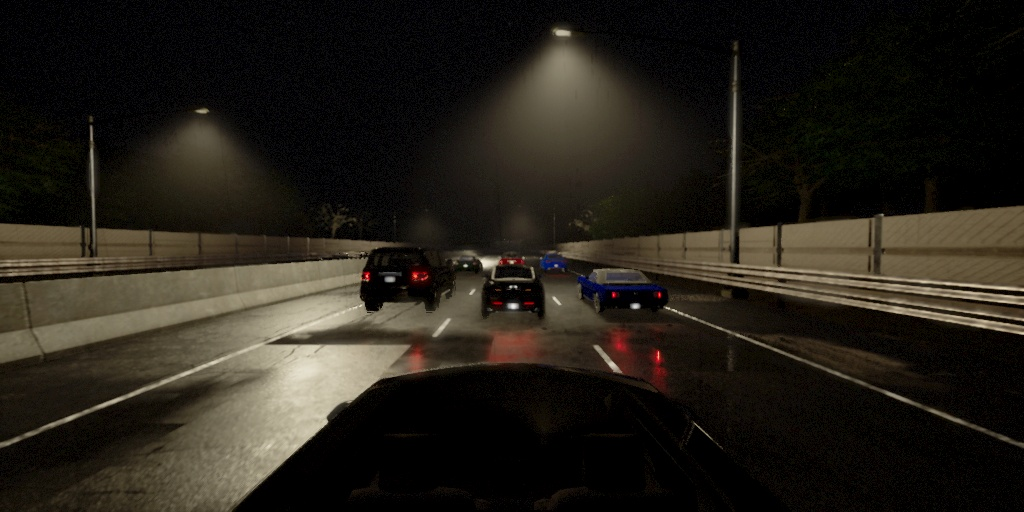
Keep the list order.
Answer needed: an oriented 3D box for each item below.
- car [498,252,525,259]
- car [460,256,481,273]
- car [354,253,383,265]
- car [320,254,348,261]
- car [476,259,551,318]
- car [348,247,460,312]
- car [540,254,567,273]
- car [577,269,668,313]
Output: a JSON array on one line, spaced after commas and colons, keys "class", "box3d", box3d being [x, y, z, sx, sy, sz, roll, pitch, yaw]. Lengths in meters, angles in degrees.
[{"class": "car", "box3d": [-0.024, 0.470, 28.656, 2.097, 1.767, 4.553, 0, 1, 0]}, {"class": "car", "box3d": [-3.524, 0.669, 29.232, 1.994, 1.385, 4.181, 0, 1, 0]}, {"class": "car", "box3d": [-17.753, 0.324, 44.566, 1.994, 1.385, 4.181, 0, 1, 0]}, {"class": "car", "box3d": [-21.253, 0.385, 43.512, 1.895, 1.301, 4.718, 0, 1, 0]}, {"class": "car", "box3d": [0.038, 1.009, 11.840, 1.837, 1.490, 4.892, 0, 1, 0]}, {"class": "car", "box3d": [-3.458, 0.701, 12.839, 2.150, 2.045, 5.566, 0, 1, 0]}, {"class": "car", "box3d": [3.473, 0.552, 30.564, 1.882, 1.535, 5.008, 0, 1, 0]}, {"class": "car", "box3d": [3.540, 1.090, 12.479, 1.895, 1.301, 4.718, 0, 1, 0]}]
